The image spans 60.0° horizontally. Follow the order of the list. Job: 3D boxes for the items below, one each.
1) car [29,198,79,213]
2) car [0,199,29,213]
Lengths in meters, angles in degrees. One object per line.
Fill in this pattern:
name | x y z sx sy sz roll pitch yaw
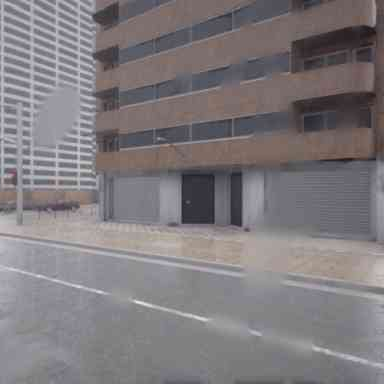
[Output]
car | -15.167 1.461 37.575 1.882 1.535 5.008 0 0 35
car | -19.535 1.528 37.417 2.033 1.411 5.357 0 0 35
